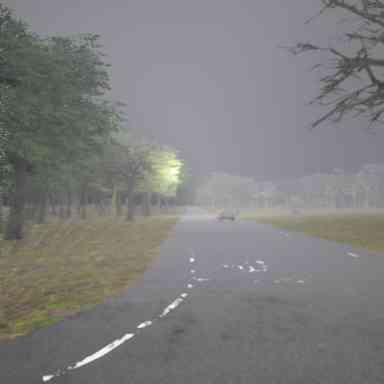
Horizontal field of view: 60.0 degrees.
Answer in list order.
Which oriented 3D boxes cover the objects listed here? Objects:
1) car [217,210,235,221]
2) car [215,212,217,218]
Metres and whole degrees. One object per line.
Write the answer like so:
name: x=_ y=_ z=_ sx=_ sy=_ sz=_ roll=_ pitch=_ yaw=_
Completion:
car: x=5.109 y=3.427 z=48.239 sx=1.994 sy=1.385 sz=4.181 roll=0 pitch=-3 yaw=0
car: x=5.026 y=3.742 z=56.028 sx=1.882 sy=1.535 sz=5.008 roll=0 pitch=-3 yaw=0
